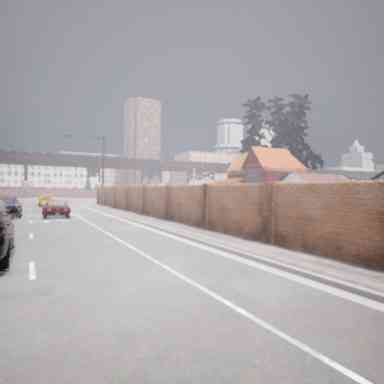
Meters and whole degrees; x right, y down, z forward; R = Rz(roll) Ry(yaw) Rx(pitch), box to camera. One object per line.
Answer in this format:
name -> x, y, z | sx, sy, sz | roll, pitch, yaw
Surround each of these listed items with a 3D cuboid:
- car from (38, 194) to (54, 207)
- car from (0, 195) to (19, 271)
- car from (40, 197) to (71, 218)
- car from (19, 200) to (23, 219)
car -> -18.020, 1.042, 41.388 | 1.882, 1.535, 5.008 | 1, 1, -26
car -> -6.642, 1.080, 10.057 | 2.150, 2.045, 5.566 | 1, 0, -26
car -> -10.873, 1.332, 26.572 | 1.895, 1.301, 4.718 | 1, 0, -26
car -> -14.040, 1.038, 25.266 | 2.097, 1.767, 4.553 | 1, 0, -26
